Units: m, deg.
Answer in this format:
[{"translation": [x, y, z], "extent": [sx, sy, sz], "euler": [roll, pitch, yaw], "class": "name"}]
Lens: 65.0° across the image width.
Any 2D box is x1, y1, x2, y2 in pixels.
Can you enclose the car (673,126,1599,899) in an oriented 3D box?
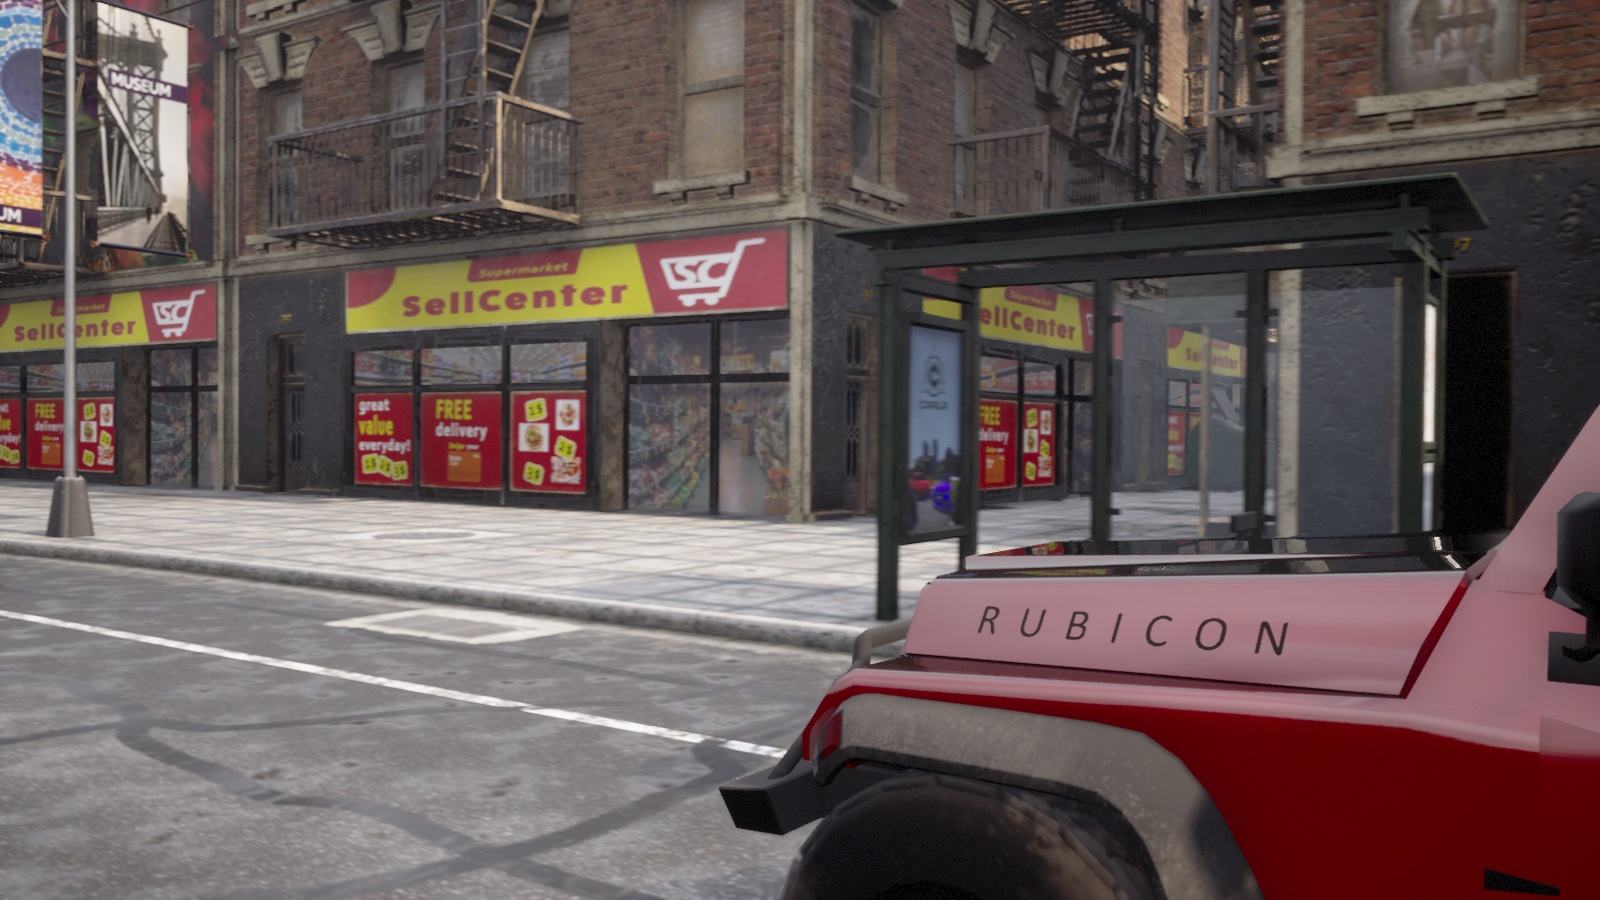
[{"translation": [1.879, 0.478, 2.370], "extent": [3.866, 1.878, 1.905], "euler": [0, 1, 34], "class": "car"}]
